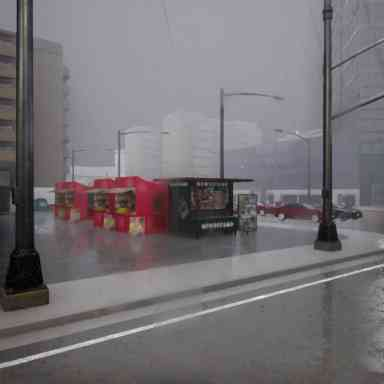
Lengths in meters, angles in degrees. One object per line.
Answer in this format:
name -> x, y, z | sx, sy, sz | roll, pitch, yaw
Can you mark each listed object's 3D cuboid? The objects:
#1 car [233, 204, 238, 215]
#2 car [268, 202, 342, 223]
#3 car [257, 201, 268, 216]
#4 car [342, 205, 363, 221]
car -> 3.536, 1.750, 34.422 | 1.812, 1.442, 4.674 | 0, -1, -36
car -> 8.987, 1.589, 26.864 | 1.882, 1.535, 5.008 | 0, -1, -38
car -> 6.940, 1.689, 35.686 | 1.882, 1.535, 5.008 | 0, -1, -36
car -> 12.214, 1.672, 28.408 | 1.994, 1.385, 4.181 | 0, -1, -35
